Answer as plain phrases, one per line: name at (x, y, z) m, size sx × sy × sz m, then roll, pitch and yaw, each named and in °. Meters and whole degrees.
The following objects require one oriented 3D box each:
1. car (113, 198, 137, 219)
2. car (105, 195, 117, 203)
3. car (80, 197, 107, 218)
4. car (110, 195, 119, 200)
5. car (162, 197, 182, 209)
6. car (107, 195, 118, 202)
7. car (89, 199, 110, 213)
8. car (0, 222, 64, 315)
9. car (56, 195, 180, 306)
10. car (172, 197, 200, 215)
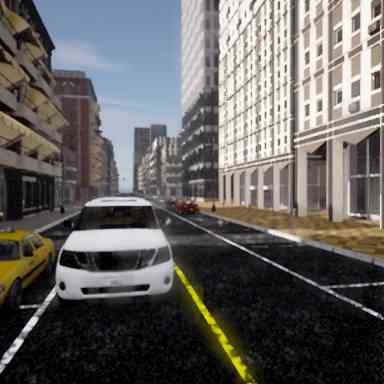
car at (-5.761, 1.388, 28.793) m, size 1.837 × 1.490 × 4.892 m, roll 0°, pitch 1°, yaw -11°
car at (-15.248, 1.319, 62.944) m, size 2.008 × 1.369 × 4.403 m, roll 0°, pitch 0°, yaw -11°
car at (-8.682, 1.327, 29.694) m, size 1.967 × 1.590 × 4.097 m, roll 0°, pitch 0°, yaw -11°
car at (-18.893, 1.291, 81.148) m, size 1.802 × 1.307 × 4.206 m, roll 0°, pitch 0°, yaw -11°
car at (-2.649, 1.372, 42.401) m, size 2.008 × 1.369 × 4.403 m, roll 0°, pitch 0°, yaw -11°
car at (-16.341, 1.301, 68.485) m, size 2.008 × 1.369 × 4.403 m, roll 0°, pitch 0°, yaw -11°
car at (-9.776, 1.448, 35.236) m, size 1.802 × 1.307 × 4.206 m, roll 0°, pitch 0°, yaw -11°
car at (-4.272, 1.500, 7.362) m, size 1.752 × 1.417 × 4.829 m, roll 0°, pitch 0°, yaw -11°
car at (-1.851, 1.186, 8.467) m, size 2.150 × 2.045 × 5.566 m, roll 0°, pitch 0°, yaw -11°
car at (-0.460, 1.407, 31.318) m, size 1.887 × 1.381 × 4.507 m, roll 0°, pitch 0°, yaw -11°
